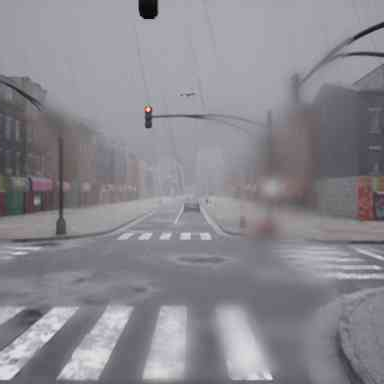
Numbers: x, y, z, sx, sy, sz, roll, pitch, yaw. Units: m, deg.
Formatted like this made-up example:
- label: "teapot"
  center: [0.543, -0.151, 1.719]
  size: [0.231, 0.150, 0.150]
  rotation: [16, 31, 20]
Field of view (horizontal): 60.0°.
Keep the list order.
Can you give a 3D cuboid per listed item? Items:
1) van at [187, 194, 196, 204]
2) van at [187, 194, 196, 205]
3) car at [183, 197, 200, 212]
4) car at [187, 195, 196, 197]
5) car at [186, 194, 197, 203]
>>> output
- label: "van"
  center: [-0.108, 1.299, 65.377]
  size: [1.690, 1.788, 3.998]
  rotation: [0, 0, 0]
- label: "van"
  center: [-0.089, 1.300, 59.772]
  size: [1.690, 1.788, 3.998]
  rotation: [0, 0, 0]
- label: "car"
  center: [-0.010, 1.536, 37.350]
  size: [1.947, 1.339, 4.313]
  rotation: [0, 0, 0]
- label: "car"
  center: [-0.030, 1.491, 43.125]
  size: [1.752, 1.417, 4.829]
  rotation: [0, 0, 0]
- label: "car"
  center: [-0.128, 1.274, 70.983]
  size: [2.192, 1.841, 5.009]
  rotation: [0, 0, 0]
